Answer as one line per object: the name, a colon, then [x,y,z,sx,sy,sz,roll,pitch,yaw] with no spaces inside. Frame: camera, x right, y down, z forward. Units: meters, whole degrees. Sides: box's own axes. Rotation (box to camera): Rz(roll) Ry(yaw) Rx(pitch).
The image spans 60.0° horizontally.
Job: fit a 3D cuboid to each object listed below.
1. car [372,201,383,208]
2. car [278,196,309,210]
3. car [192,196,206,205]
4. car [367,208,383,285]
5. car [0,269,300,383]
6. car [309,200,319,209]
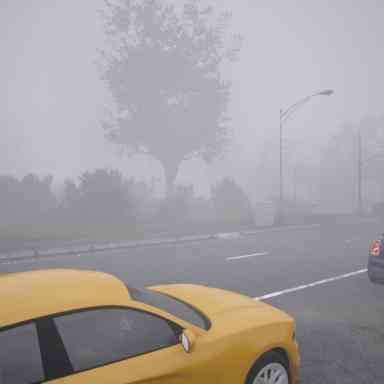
car: [18.012,1.507,29.243,1.837,1.490,4.892,2,-1,-8]
car: [11.940,1.351,42.009,2.097,1.767,4.553,0,0,-32]
car: [1.716,1.424,57.937,1.882,1.535,5.008,0,0,-34]
car: [6.406,1.352,8.288,4.553,1.767,2.097,0,0,-35]
car: [-1.116,1.478,2.952,5.008,1.535,1.882,0,0,-35]
car: [14.573,1.475,44.401,1.882,1.535,5.008,0,0,-32]
